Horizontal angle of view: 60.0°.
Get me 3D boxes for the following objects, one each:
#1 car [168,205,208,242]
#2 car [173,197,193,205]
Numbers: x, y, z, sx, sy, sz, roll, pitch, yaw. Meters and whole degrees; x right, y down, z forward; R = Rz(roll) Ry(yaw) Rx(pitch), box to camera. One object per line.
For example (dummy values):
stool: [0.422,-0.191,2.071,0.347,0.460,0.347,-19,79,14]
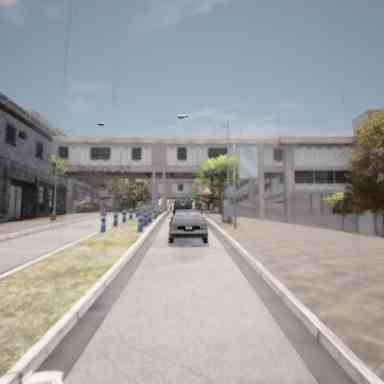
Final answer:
car: [-0.219,1.572,16.582,2.033,1.411,5.357,0,0,-2]
car: [-1.079,1.647,39.059,2.150,2.045,5.566,0,-2,-2]
